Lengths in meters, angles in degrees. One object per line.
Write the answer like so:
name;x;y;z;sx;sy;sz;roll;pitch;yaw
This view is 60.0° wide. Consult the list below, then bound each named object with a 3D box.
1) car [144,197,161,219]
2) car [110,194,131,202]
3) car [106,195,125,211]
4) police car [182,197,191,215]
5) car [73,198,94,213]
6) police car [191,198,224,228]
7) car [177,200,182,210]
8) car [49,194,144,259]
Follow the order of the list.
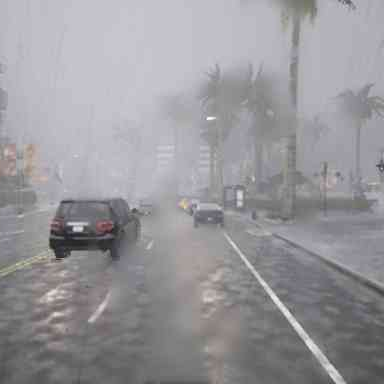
car;-3.753;1.463;28.773;2.128;1.511;4.902;0;0;-4
car;-14.991;1.271;69.350;2.128;1.511;4.902;0;0;-40
car;-9.253;1.312;40.061;2.097;1.767;4.553;0;0;-14
police car;0.502;1.393;33.010;1.930;1.638;5.238;0;0;-7
car;-12.351;1.467;38.064;1.837;1.490;4.892;0;0;-13
police car;1.048;1.403;22.294;1.930;1.638;5.238;0;0;0
car;-0.556;1.417;39.531;1.801;1.575;5.366;0;0;-12
car;-3.416;1.207;12.672;2.150;2.045;5.566;0;0;0
